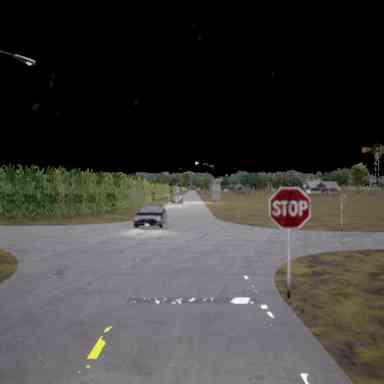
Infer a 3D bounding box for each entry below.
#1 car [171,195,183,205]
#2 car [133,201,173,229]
[{"bbox_3d":[-2.451,1.307,56.065,2.128,1.511,4.902,0,0,0],"label":"car"},{"bbox_3d":[-2.625,1.552,22.251,2.033,1.411,5.357,1,0,0],"label":"car"}]
